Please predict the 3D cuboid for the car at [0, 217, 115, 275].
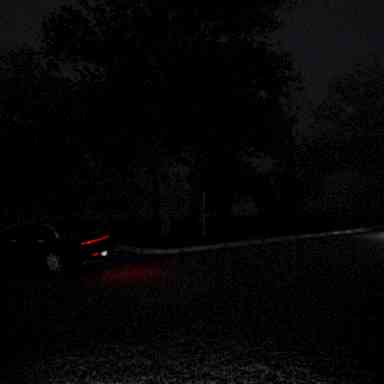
[{"bbox_3d":[-4.815,1.567,10.499,4.892,1.490,1.837,-1,3,20],"label":"car"}]
